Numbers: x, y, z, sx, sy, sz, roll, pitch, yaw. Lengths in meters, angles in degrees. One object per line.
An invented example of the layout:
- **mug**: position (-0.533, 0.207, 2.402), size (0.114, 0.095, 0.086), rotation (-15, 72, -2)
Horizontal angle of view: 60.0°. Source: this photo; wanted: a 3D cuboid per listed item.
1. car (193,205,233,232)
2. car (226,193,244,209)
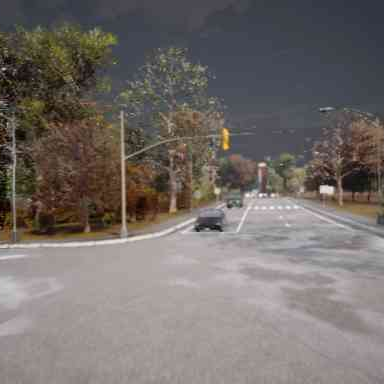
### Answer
- **car**: position (1.415, 1.894, 23.003), size (2.033, 1.411, 5.357), rotation (-2, 0, 11)
- **car**: position (6.187, 1.241, 47.418), size (2.150, 2.045, 5.566), rotation (-2, 1, 11)
